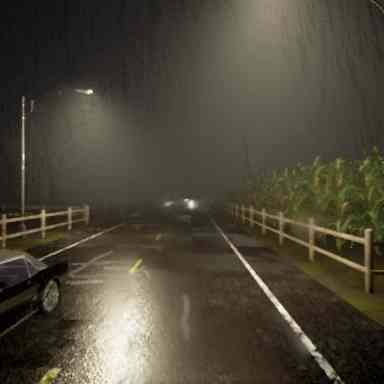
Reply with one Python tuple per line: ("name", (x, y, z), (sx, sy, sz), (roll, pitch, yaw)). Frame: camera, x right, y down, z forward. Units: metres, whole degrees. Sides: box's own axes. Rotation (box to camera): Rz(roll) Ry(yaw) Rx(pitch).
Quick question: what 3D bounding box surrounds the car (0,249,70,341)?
("car", (-3.548, 1.636, 4.893), (1.895, 1.301, 4.718), (0, 0, 0))
